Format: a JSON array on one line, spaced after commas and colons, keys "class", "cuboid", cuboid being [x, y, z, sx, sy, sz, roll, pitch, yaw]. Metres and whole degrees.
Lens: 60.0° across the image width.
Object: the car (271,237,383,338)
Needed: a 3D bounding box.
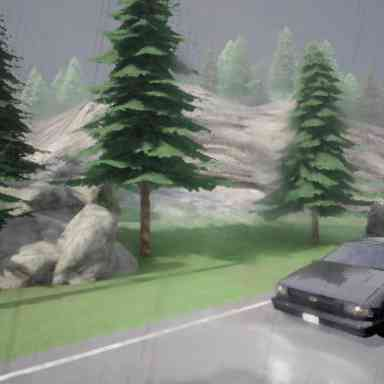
[{"class": "car", "cuboid": [4.044, 1.699, 7.026, 5.357, 1.411, 2.033, 1, -2, -37]}]
